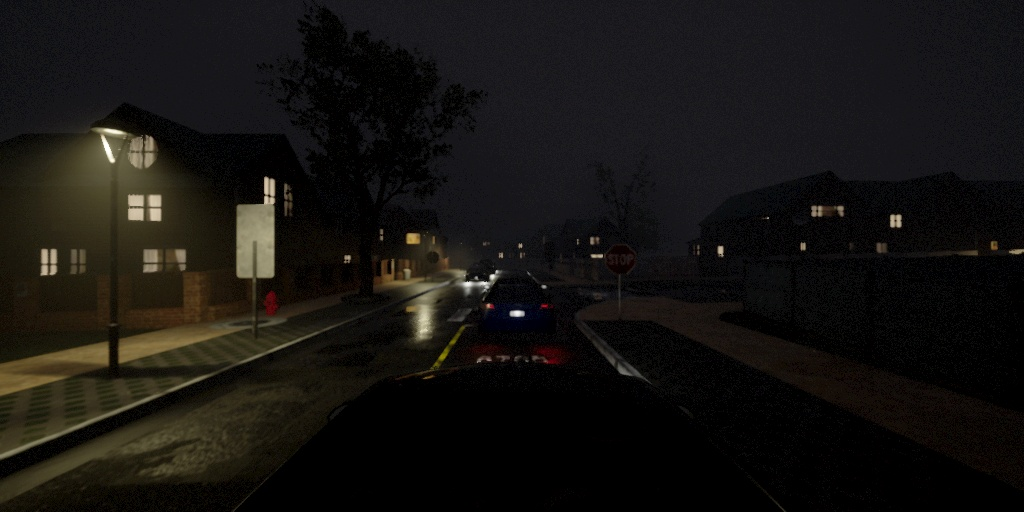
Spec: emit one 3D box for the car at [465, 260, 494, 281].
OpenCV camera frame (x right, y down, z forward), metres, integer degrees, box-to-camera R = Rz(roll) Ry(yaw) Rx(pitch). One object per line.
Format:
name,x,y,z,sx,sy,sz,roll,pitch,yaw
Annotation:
car,-2.828,1.320,30.526,2.033,1.411,5.357,0,0,-1

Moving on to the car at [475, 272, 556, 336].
car,0.106,1.323,10.426,1.994,1.385,4.181,0,0,0

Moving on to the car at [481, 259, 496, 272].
car,-2.916,1.131,40.156,2.097,1.767,4.553,0,0,-1
